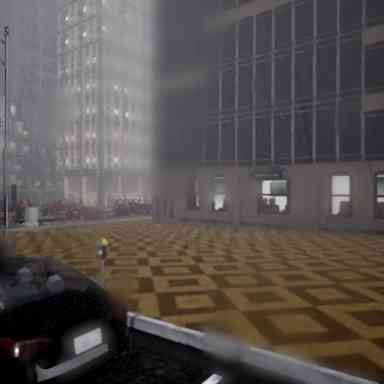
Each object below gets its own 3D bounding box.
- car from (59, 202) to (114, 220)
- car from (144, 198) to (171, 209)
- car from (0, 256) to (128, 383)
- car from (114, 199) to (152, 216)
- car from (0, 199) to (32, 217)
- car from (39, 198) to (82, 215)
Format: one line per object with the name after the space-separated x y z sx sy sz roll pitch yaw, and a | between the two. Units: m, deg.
-9.865 1.919 31.422 1.802 1.307 4.206 0 0 35 | car
-5.377 1.761 51.666 1.967 1.590 4.097 0 0 35 | car
-2.776 1.612 4.693 4.313 1.339 1.947 -1 0 36 | car
-6.365 1.661 36.342 2.192 1.841 5.009 0 0 35 | car
-18.584 1.604 33.204 2.192 1.841 5.009 0 0 35 | car
-14.915 1.613 38.364 2.192 1.841 5.009 0 0 35 | car
